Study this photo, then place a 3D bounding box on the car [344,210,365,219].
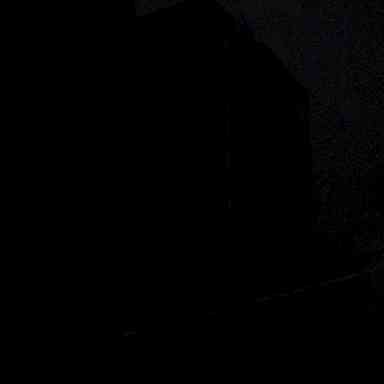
[{"bbox_3d":[27.003,3.836,55.630,1.837,1.490,4.892,-1,-3,-1],"label":"car"}]
